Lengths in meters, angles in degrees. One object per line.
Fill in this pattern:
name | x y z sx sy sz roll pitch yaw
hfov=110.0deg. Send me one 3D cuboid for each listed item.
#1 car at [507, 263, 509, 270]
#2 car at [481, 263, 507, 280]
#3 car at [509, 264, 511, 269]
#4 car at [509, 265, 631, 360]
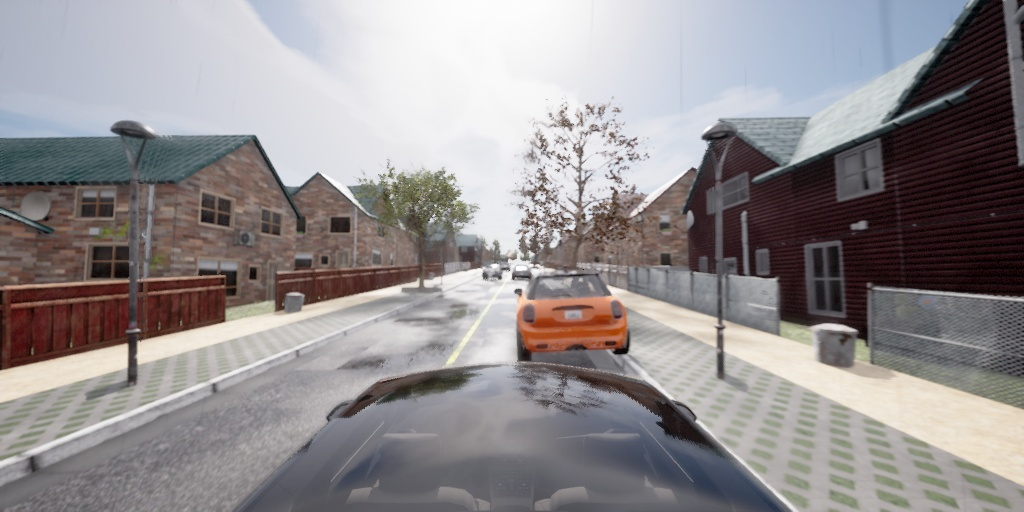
car | -1.198 1.892 61.374 1.837 1.490 4.892 0 -1 1
car | -1.936 1.607 36.097 2.128 1.511 4.902 0 -1 1
car | 0.982 1.666 35.975 1.994 1.385 4.181 0 -1 2
car | 1.139 1.116 8.473 2.097 1.767 4.553 -3 -2 1
